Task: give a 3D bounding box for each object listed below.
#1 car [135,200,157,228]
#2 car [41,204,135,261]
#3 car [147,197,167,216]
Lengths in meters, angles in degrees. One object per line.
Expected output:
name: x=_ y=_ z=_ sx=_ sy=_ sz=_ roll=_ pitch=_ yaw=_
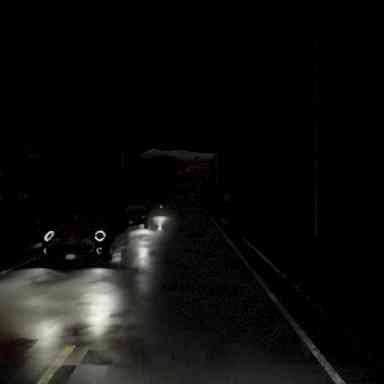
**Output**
car: x=-3.674 y=1.521 z=22.412 sx=1.812 sy=1.442 sz=4.674 roll=0 pitch=0 yaw=0
car: x=-3.643 y=1.351 z=12.181 sx=2.097 sy=1.767 sz=4.553 roll=0 pitch=0 yaw=0
car: x=-3.688 y=1.343 z=32.563 sx=2.097 sy=1.767 sz=4.553 roll=0 pitch=0 yaw=0
